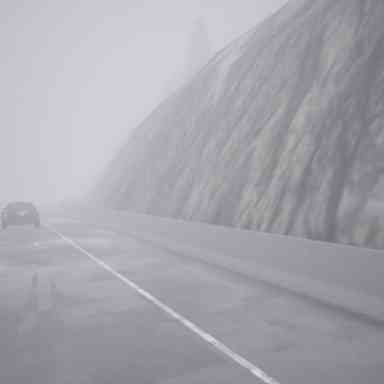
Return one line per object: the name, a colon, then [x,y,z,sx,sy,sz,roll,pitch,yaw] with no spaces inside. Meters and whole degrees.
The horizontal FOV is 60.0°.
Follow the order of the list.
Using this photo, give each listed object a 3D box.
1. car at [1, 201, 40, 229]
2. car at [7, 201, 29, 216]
car: [-11.626,1.424,22.487,2.097,1.767,4.553,0,0,-30]
car: [-18.502,1.677,35.503,1.994,1.385,4.181,0,0,-26]
